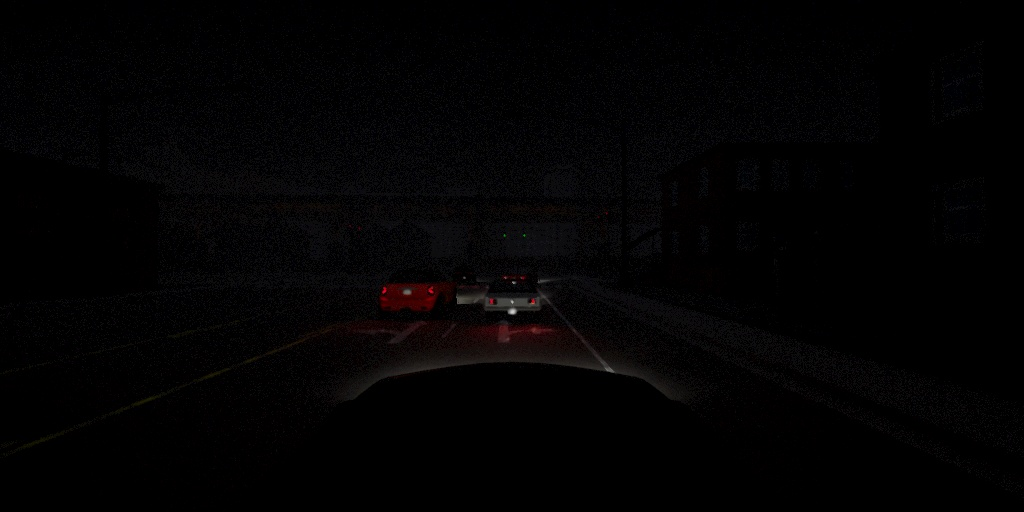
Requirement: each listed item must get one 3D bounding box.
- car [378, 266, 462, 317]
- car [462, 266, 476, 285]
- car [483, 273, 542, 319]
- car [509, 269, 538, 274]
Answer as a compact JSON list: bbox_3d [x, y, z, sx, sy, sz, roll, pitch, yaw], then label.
[{"bbox_3d":[-3.459,1.243,14.022,2.097,1.767,4.553,0,-1,0],"label":"car"},{"bbox_3d":[-4.163,1.557,30.300,1.882,1.535,5.008,1,0,-11],"label":"car"},{"bbox_3d":[0.033,1.487,13.493,1.895,1.301,4.718,0,-1,1],"label":"car"},{"bbox_3d":[0.807,1.658,28.344,1.895,1.301,4.718,0,-1,15],"label":"car"}]
